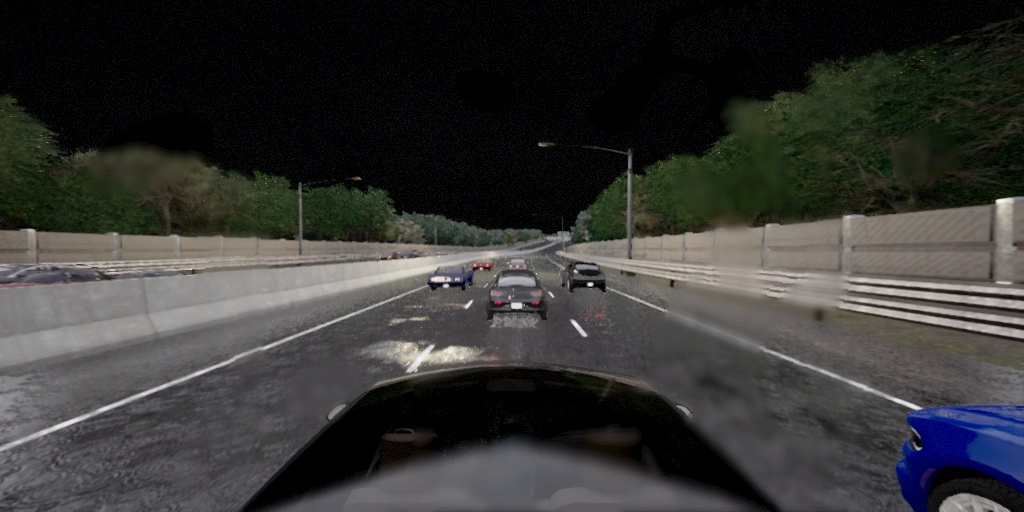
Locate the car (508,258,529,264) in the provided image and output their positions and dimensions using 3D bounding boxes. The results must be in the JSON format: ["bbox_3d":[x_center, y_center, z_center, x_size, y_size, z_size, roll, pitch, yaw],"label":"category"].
[{"bbox_3d":[0.549,0.884,32.873,2.033,1.411,5.357,0,1,2],"label":"car"}]

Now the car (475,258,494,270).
[{"bbox_3d":[-2.848,0.865,36.313,1.895,1.301,4.718,0,1,2],"label":"car"}]

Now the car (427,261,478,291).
[{"bbox_3d":[-3.232,1.156,19.979,1.895,1.301,4.718,0,1,1],"label":"car"}]

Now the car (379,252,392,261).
[{"bbox_3d":[-19.673,0.105,57.685,2.097,1.767,4.553,0,1,3],"label":"car"}]

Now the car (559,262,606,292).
[{"bbox_3d":[3.764,1.072,19.473,1.837,1.490,4.892,0,1,1],"label":"car"}]

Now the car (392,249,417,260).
[{"bbox_3d":[-16.249,0.015,56.003,2.150,2.045,5.566,0,2,3],"label":"car"}]

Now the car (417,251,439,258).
[{"bbox_3d":[-12.742,0.284,56.168,2.128,1.511,4.902,0,1,3],"label":"car"}]

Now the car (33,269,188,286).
[{"bbox_3d":[-14.020,1.233,13.637,1.895,1.301,4.718,0,1,1],"label":"car"}]

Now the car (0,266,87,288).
[{"bbox_3d":[-17.518,1.230,13.776,1.895,1.301,4.718,0,1,1],"label":"car"}]

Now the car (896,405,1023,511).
[{"bbox_3d":[3.609,1.238,0.373,1.882,1.535,5.008,0,0,0],"label":"car"}]

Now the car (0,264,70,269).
[{"bbox_3d":[-20.995,1.098,15.453,2.128,1.511,4.902,0,1,1],"label":"car"}]

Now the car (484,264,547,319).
[{"bbox_3d":[0.161,1.180,12.173,1.812,1.442,4.674,0,1,1],"label":"car"}]
